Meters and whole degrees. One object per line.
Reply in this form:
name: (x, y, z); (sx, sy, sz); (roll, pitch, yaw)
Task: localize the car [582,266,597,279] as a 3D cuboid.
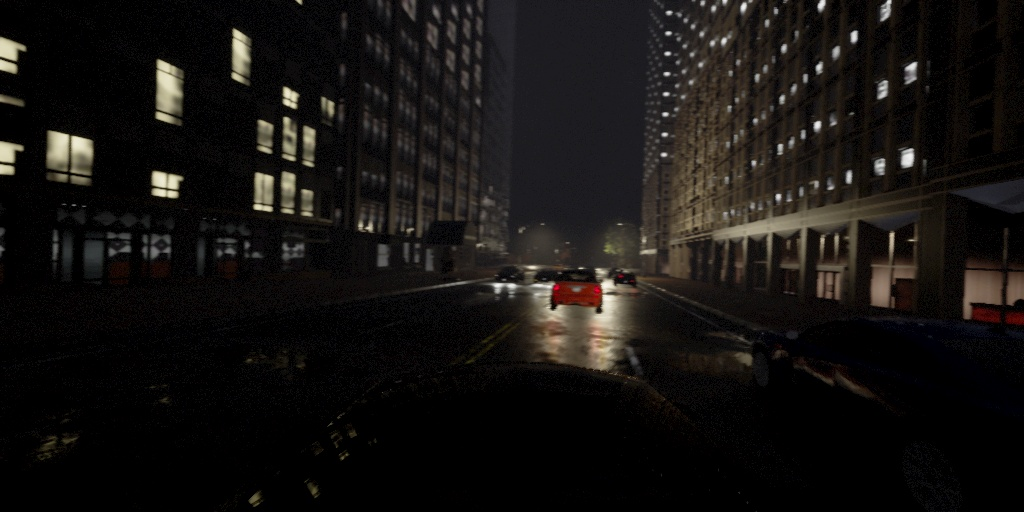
car: (10.628, 2.171, 49.087); (1.882, 1.535, 5.008); (2, -1, 13)

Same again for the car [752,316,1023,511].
car: (4.616, 1.433, 4.090); (1.882, 1.535, 5.008); (2, -1, 13)

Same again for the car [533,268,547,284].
car: (3.184, 1.786, 32.188); (1.994, 1.385, 4.181); (2, -1, 13)

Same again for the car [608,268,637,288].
car: (10.032, 1.976, 32.198); (2.128, 1.511, 4.902); (2, -1, 13)

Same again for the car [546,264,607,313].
car: (3.007, 1.384, 16.127); (2.097, 1.767, 4.553); (2, -1, 13)

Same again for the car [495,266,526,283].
car: (-0.039, 1.651, 32.680); (2.033, 1.411, 5.357); (2, -1, 13)
